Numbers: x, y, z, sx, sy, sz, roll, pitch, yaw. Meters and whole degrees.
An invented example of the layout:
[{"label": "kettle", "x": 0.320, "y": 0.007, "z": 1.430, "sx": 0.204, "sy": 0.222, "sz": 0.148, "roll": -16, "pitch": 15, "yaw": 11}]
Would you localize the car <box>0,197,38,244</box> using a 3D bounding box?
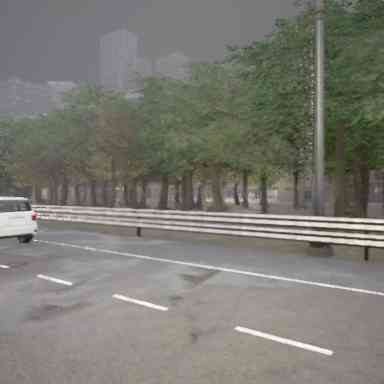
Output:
[{"label": "car", "x": -9.064, "y": 1.231, "z": 14.634, "sx": 5.566, "sy": 2.045, "sz": 2.150, "roll": 0, "pitch": 0, "yaw": 36}]
